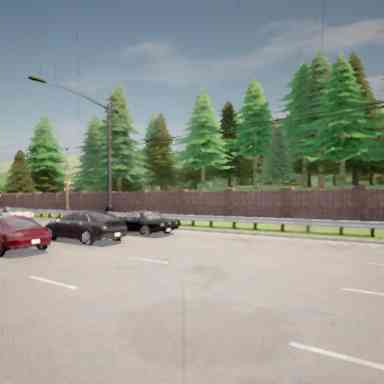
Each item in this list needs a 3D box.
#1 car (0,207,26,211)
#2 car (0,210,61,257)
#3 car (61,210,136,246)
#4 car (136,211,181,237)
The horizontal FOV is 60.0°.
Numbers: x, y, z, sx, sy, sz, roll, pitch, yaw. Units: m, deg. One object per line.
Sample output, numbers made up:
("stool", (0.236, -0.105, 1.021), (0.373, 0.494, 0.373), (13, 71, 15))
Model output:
("car", (-15.248, 1.914, 27.675), (4.718, 1.301, 1.895), (-1, 0, 36))
("car", (-7.631, 1.680, 13.650), (4.674, 1.442, 1.812), (0, 0, 36))
("car", (-5.274, 1.657, 16.263), (4.892, 1.490, 1.837), (0, 0, 36))
("car", (-3.040, 1.748, 18.962), (4.718, 1.301, 1.895), (-1, 0, 36))
